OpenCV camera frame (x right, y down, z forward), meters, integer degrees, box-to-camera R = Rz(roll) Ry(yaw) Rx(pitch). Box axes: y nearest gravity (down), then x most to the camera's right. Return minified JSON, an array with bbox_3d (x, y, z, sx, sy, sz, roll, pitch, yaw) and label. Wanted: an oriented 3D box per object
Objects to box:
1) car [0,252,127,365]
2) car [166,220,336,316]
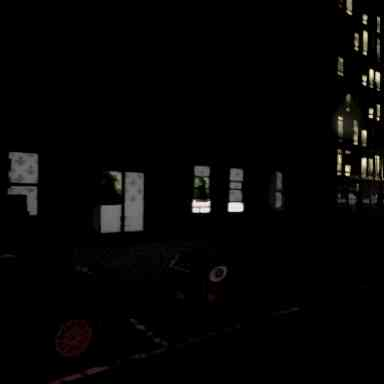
[{"bbox_3d":[-3.097,1.544,4.346,4.507,1.381,1.887,1,0,-35],"label":"car"},{"bbox_3d":[1.415,1.494,7.562,4.097,1.590,1.967,1,0,-35],"label":"car"}]
